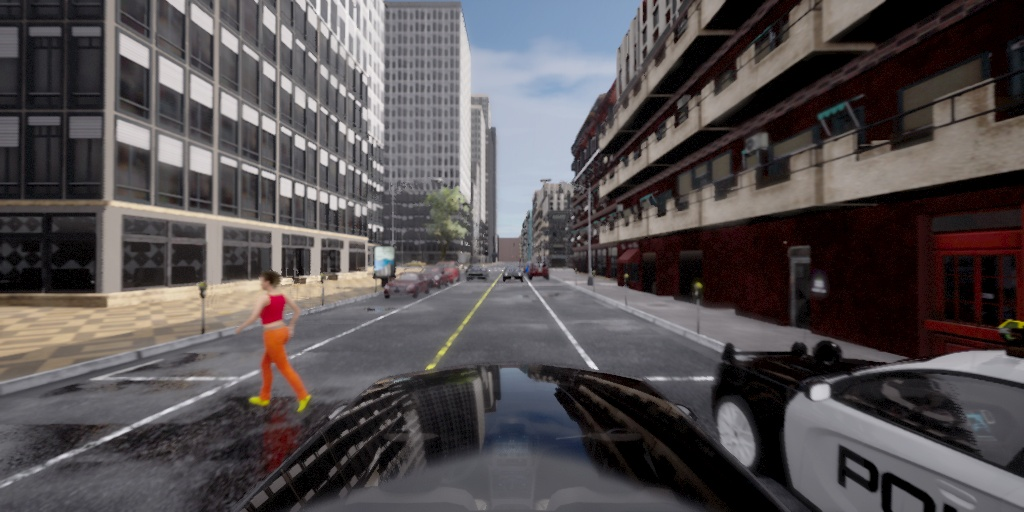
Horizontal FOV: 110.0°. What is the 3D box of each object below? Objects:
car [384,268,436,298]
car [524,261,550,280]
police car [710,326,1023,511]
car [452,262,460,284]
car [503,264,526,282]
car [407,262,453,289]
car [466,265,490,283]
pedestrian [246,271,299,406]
[{"bbox_3d":[-5.691,1.541,19.879,1.802,1.307,4.207,0,0,0],"label":"car"},{"bbox_3d":[2.688,1.469,36.532,2.192,1.841,5.009,0,0,0],"label":"car"},{"bbox_3d":[3.001,1.177,1.861,1.930,1.638,5.238,0,-1,0],"label":"police car"},{"bbox_3d":[-5.692,1.403,30.980,2.192,1.841,5.009,0,0,0],"label":"car"},{"bbox_3d":[0.091,1.726,34.091,1.895,1.301,4.718,0,-1,0],"label":"car"},{"bbox_3d":[-5.692,1.464,25.430,1.967,1.591,4.097,0,0,0],"label":"car"},{"bbox_3d":[-3.102,1.715,33.176,1.895,1.301,4.718,0,-1,0],"label":"car"},{"bbox_3d":[-3.167,1.079,4.760,0.375,1.860,0.375,0,-1,-1],"label":"pedestrian"}]
